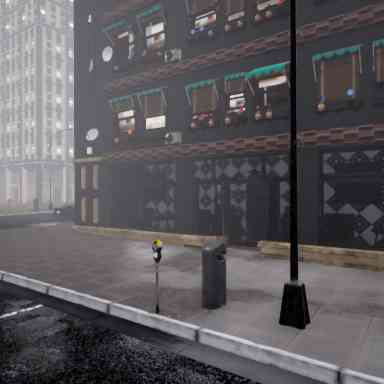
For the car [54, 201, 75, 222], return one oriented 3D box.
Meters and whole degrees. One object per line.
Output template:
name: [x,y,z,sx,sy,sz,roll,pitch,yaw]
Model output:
car: [-7.286,1.279,22.789,1.947,1.339,4.313,1,1,35]
